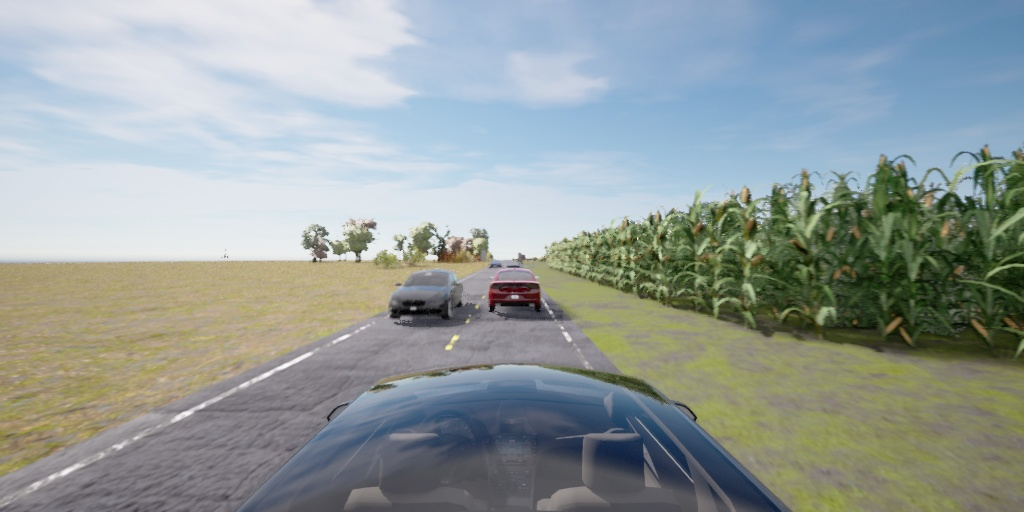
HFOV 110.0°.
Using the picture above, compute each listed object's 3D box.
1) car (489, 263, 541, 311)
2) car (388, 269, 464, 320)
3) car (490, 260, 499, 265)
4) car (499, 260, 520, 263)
[{"bbox_3d":[0.101,1.233,14.599,1.882,1.535,5.008,0,0,0],"label":"car"},{"bbox_3d":[-2.849,1.258,12.779,1.837,1.490,4.892,0,0,0],"label":"car"},{"bbox_3d":[-2.751,1.330,60.873,1.812,1.442,4.674,0,0,0],"label":"car"},{"bbox_3d":[0.101,1.260,34.081,2.128,1.511,4.902,0,0,0],"label":"car"}]
